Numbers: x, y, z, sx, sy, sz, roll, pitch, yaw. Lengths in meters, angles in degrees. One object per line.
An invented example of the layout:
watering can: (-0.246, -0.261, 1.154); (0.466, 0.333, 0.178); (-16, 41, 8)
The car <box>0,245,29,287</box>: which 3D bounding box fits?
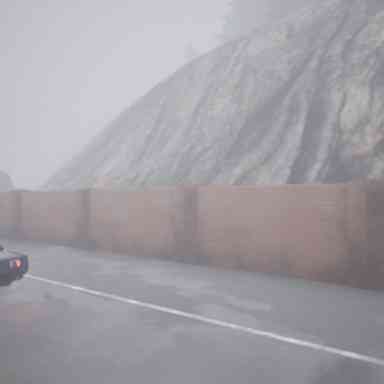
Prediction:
car: (-6.167, 1.672, 8.233); (4.718, 1.301, 1.895); (-1, 0, 35)
